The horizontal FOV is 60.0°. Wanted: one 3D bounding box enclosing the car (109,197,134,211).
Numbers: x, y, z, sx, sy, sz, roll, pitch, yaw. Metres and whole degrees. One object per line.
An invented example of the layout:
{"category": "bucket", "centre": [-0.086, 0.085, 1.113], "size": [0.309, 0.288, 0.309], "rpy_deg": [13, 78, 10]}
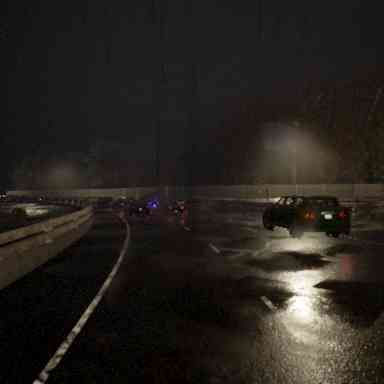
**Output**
{"category": "car", "centre": [-8.516, 1.548, 40.990], "size": [1.812, 1.442, 4.674], "rpy_deg": [0, 0, -25]}

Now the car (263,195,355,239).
{"category": "car", "centre": [5.516, 1.168, 17.114], "size": [2.150, 2.045, 5.566], "rpy_deg": [0, 0, -9]}

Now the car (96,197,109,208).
{"category": "car", "centre": [-13.067, 1.552, 50.406], "size": [1.837, 1.490, 4.892], "rpy_deg": [0, 0, -31]}

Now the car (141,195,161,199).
{"category": "car", "centre": [-5.599, 1.525, 43.049], "size": [1.812, 1.442, 4.674], "rpy_deg": [0, 0, -25]}

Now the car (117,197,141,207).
{"category": "car", "centre": [-9.999, 1.514, 52.086], "size": [2.128, 1.511, 4.902], "rpy_deg": [0, 0, -31]}

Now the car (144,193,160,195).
{"category": "car", "centre": [-6.766, 1.220, 53.487], "size": [2.150, 2.045, 5.566], "rpy_deg": [0, 0, -31]}

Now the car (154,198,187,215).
{"category": "car", "centre": [-2.241, 1.584, 34.395], "size": [1.895, 1.301, 4.718], "rpy_deg": [0, 0, -18]}

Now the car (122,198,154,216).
{"category": "car", "centre": [-5.419, 1.571, 32.886], "size": [1.994, 1.385, 4.181], "rpy_deg": [0, 0, -18]}

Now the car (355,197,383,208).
{"category": "car", "centre": [22.203, 1.348, 41.662], "size": [5.357, 1.411, 2.033], "rpy_deg": [0, 0, 5]}
